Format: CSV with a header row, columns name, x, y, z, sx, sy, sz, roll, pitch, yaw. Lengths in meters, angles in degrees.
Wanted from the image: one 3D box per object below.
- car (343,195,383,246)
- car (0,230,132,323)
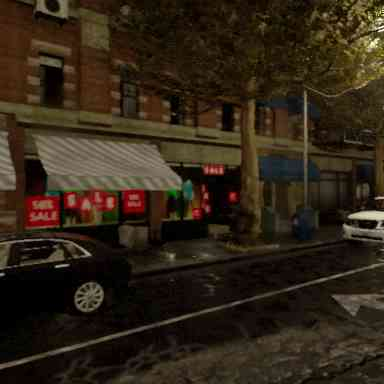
name,x,y,z,sx,sy,sz,roll,pitch,yaw
car,8.561,1.155,13.725,5.566,2.045,2.435,0,0,-36
car,-3.472,1.478,5.857,4.892,1.521,2.231,0,0,-36
